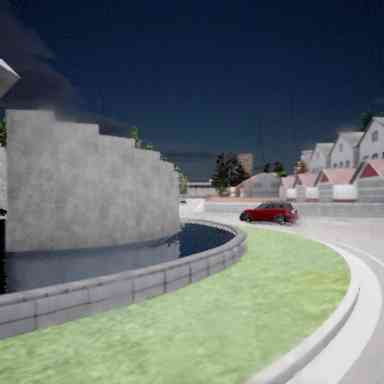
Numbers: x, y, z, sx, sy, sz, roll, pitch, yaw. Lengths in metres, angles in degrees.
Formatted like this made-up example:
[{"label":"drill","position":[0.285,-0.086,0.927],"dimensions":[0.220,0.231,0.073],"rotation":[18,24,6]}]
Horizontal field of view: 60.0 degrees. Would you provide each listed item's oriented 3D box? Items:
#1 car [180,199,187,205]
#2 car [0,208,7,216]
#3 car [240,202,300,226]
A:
[{"label":"car","position":[-2.364,2.467,82.969],"dimensions":[1.994,1.385,4.181],"rotation":[-1,-1,2]},{"label":"car","position":[-20.861,2.130,33.780],"dimensions":[1.994,1.385,4.181],"rotation":[-1,-1,44]},{"label":"car","position":[6.021,1.608,26.200],"dimensions":[4.553,1.767,2.097],"rotation":[-1,-1,44]}]
